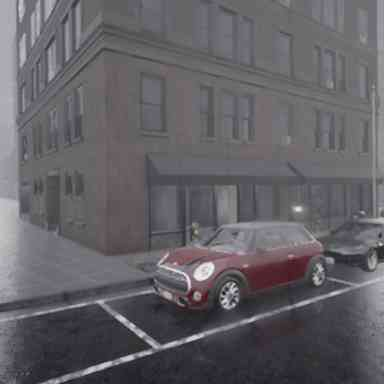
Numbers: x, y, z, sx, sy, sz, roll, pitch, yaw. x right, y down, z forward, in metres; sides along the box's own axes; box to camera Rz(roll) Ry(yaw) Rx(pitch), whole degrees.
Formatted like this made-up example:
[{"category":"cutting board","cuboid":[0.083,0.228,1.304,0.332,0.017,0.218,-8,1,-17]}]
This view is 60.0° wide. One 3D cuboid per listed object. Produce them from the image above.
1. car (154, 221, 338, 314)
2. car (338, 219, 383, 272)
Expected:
[{"category":"car","cuboid":[1.156,1.433,7.486,4.097,1.590,1.967,0,-1,-35]},{"category":"car","cuboid":[5.639,1.552,10.681,4.313,1.339,1.947,0,-1,-35]}]
